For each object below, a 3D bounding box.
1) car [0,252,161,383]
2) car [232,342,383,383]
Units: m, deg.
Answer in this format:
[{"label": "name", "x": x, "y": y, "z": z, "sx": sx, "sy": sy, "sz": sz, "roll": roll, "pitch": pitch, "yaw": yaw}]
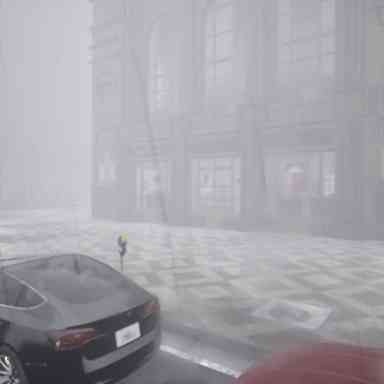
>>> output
[{"label": "car", "x": -2.375, "y": 1.553, "z": 4.767, "sx": 4.313, "sy": 1.339, "sz": 1.947, "roll": 0, "pitch": 0, "yaw": 36}, {"label": "car", "x": 2.223, "y": 1.547, "z": 1.487, "sx": 4.507, "sy": 1.381, "sz": 1.887, "roll": 0, "pitch": 0, "yaw": 36}]
